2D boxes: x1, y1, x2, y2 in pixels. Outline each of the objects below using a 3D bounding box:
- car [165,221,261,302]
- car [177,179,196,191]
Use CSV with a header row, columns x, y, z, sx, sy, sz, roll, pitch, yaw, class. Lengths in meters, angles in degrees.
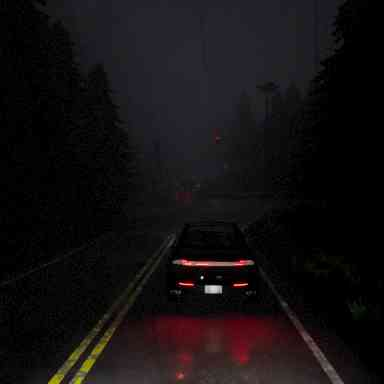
x,y,z,sx,sy,sz,roll,pitch,yaw,class
0.449,1.466,8.191,2.128,1.511,4.902,0,0,2,car
-0.695,-1.068,45.245,1.812,1.442,4.674,1,9,14,car
